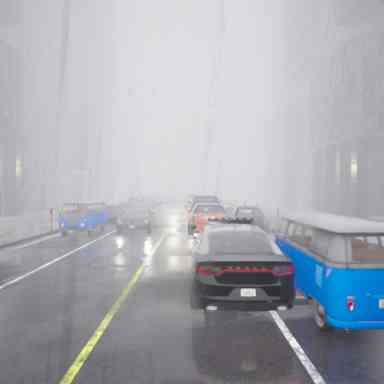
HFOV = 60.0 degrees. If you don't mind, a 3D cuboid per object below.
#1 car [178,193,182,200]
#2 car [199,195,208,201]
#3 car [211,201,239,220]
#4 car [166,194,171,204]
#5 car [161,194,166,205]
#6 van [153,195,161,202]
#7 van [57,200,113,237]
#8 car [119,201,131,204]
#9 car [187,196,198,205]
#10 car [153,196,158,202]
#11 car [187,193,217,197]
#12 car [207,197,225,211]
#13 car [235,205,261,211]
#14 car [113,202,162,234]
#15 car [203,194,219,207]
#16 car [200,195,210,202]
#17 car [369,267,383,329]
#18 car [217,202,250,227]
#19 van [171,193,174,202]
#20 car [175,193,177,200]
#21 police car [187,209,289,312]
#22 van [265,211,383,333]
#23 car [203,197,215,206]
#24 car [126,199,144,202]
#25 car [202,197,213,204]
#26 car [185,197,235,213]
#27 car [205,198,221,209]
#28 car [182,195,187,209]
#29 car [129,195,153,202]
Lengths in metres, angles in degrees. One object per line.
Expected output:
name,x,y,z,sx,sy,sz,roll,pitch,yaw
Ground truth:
car,-2.815,1.488,91.541,1.882,1.535,5.008,0,0,0
car,2.932,1.574,85.451,1.947,1.339,4.313,0,0,0
car,2.819,1.551,29.088,2.008,1.369,4.403,0,0,0
car,-5.638,1.443,62.915,1.967,1.590,4.097,0,0,0
car,-5.661,1.442,51.642,1.967,1.590,4.097,0,0,0
van,-5.673,1.343,46.005,1.690,1.788,3.998,0,0,0
van,-5.730,1.341,17.821,1.690,1.788,3.998,0,0,0
car,-5.718,1.566,23.458,1.947,1.339,4.313,0,0,0
car,0.118,1.508,58.596,1.837,1.490,4.892,0,0,0
car,-5.684,1.546,40.368,1.887,1.381,4.507,0,0,0
car,0.906,1.223,23.893,2.150,2.045,5.566,0,0,0
car,2.841,1.441,40.361,1.967,1.590,4.097,0,0,0
car,2.796,1.440,17.816,1.967,1.590,4.097,0,0,0
car,-3.061,1.526,19.330,1.812,1.442,4.674,0,0,0
car,2.863,1.317,51.634,2.192,1.841,5.009,0,0,0
car,2.909,1.445,74.178,1.967,1.590,4.097,0,0,0
car,2.762,1.525,1.077,1.752,1.417,4.829,0,0,0
car,2.808,1.526,23.622,1.752,1.417,4.829,0,0,0
van,-5.616,1.346,74.188,1.690,1.788,3.998,0,0,0
car,-5.593,1.559,85.461,2.008,1.369,4.403,0,0,0
police car,0.916,1.425,7.972,1.930,1.638,5.238,0,0,0
van,2.773,1.341,6.543,1.690,1.788,3.998,0,0,0
car,2.876,1.547,57.270,1.887,1.381,4.507,0,0,0
car,-5.706,1.567,29.095,1.947,1.339,4.313,0,0,0
car,2.887,1.569,62.907,1.947,1.339,4.313,0,0,0
car,0.808,1.352,17.812,2.097,1.767,4.553,0,0,-1
car,2.853,1.568,45.997,1.947,1.339,4.313,0,0,0
car,0.126,1.223,44.653,2.150,2.045,5.566,0,0,1
car,-5.696,1.316,34.731,2.192,1.841,5.009,0,0,0
